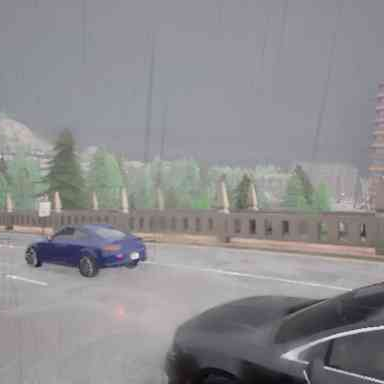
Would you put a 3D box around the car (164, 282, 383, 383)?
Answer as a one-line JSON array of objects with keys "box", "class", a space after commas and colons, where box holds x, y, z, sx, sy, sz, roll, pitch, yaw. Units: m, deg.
[{"box": [1.978, 1.504, 2.582, 4.892, 1.490, 1.837, 0, 0, 36], "class": "car"}]

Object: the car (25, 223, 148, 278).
[{"box": [-3.504, 1.734, 10.796, 4.674, 1.442, 1.812, -3, -1, 36], "class": "car"}]
